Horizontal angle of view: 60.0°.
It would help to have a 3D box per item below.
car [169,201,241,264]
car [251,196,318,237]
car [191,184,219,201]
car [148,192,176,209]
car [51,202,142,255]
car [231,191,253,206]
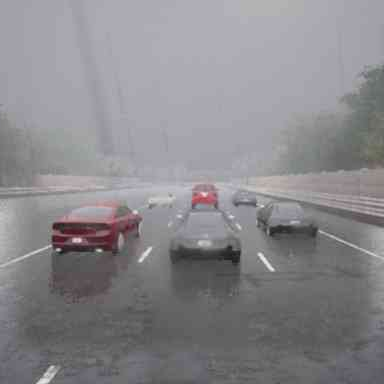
[{"bbox_3d":[0.417,1.217,10.509,1.994,1.385,4.181,0,2,2],"label":"car"},{"bbox_3d":[4.101,1.088,14.952,1.994,1.385,4.181,0,2,2],"label":"car"},{"bbox_3d":[1.108,0.290,28.802,2.150,2.045,5.566,0,2,2],"label":"car"},{"bbox_3d":[-2.419,0.673,28.307,1.895,1.301,4.718,0,2,2],"label":"car"},{"bbox_3d":[-3.039,1.083,11.584,1.882,1.535,5.008,0,2,3],"label":"car"},{"bbox_3d":[4.665,0.599,30.319,1.994,1.385,4.181,0,2,2],"label":"car"}]
